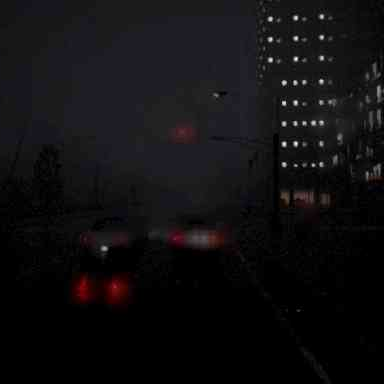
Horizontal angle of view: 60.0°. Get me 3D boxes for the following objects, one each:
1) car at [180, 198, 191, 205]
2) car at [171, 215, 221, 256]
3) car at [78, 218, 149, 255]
[{"bbox_3d":[-1.397,2.154,73.398,1.882,1.535,5.008,0,-1,5],"label":"car"},{"bbox_3d":[0.218,1.674,13.757,2.033,1.411,5.357,0,0,2],"label":"car"},{"bbox_3d":[-3.024,1.729,13.989,1.895,1.301,4.718,0,0,2],"label":"car"}]
